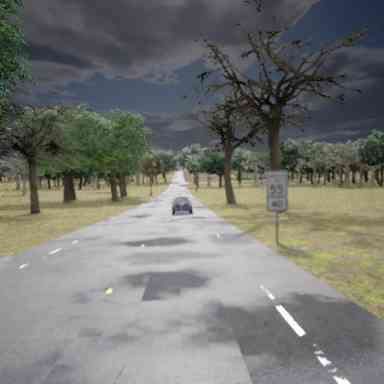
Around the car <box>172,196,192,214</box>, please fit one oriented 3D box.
[{"bbox_3d":[-1.069,1.333,35.904,2.097,1.767,4.553,-2,0,-1],"label":"car"}]

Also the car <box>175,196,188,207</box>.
[{"bbox_3d":[-1.501,1.373,49.272,1.812,1.442,4.674,-2,1,-1],"label":"car"}]
